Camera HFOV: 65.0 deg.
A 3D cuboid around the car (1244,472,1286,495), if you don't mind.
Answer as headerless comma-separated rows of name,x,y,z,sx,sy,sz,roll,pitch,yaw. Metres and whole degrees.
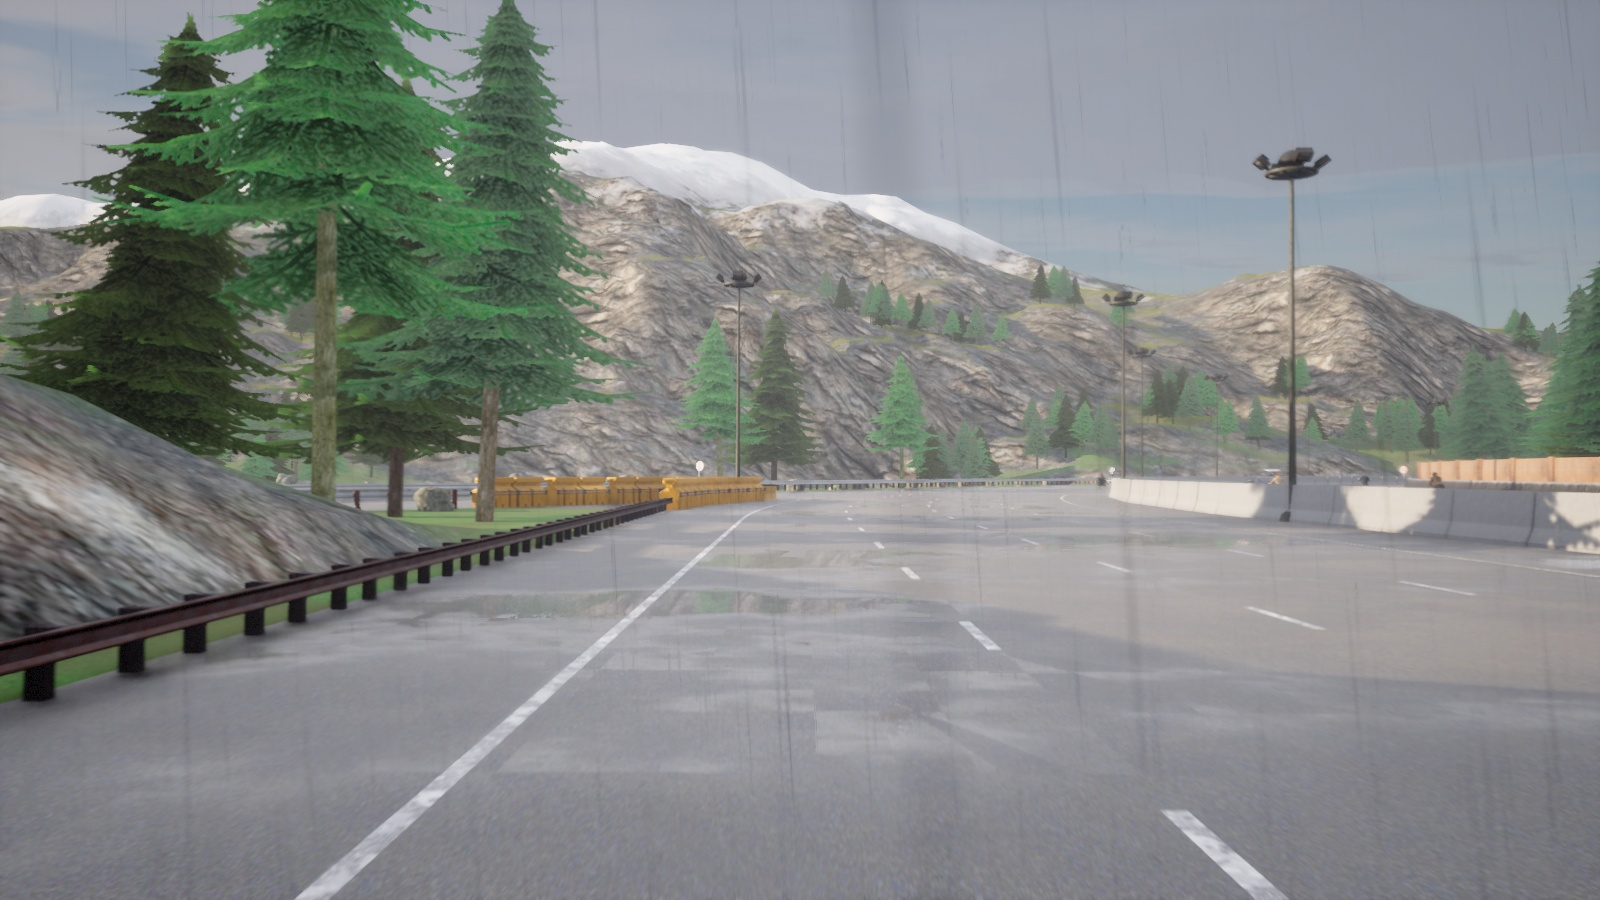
car,28.967,2.073,78.278,1.994,1.385,4.181,-1,-1,14
